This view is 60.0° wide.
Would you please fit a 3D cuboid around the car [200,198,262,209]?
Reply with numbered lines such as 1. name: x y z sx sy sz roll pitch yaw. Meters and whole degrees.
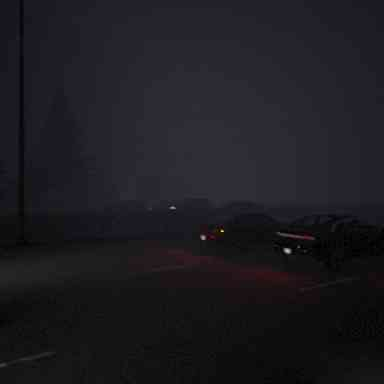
1. car: 3.410 1.451 26.325 4.892 1.490 1.837 0 0 -28

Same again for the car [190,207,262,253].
1. car: 2.370 1.498 13.444 4.674 1.442 1.812 0 0 -32

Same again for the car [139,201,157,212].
1. car: -2.080 1.409 31.298 5.008 1.535 1.882 0 0 -29

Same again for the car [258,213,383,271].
1. car: 4.815 1.471 10.826 4.902 1.511 2.128 0 0 -31

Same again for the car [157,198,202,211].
1. car: -0.257 1.291 28.291 4.553 1.767 2.097 0 0 -29

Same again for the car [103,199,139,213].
1. car: -6.424 1.451 32.849 4.674 1.442 1.812 0 0 -30
